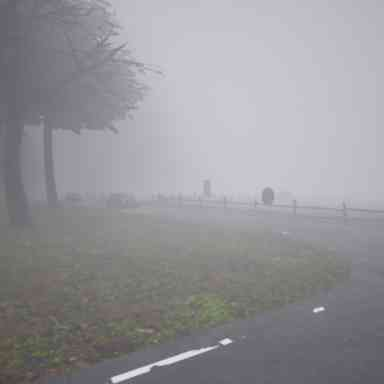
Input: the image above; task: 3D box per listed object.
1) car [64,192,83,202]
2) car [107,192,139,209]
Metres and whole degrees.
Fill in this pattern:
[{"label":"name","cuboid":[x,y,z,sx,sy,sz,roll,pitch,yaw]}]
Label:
[{"label":"car","cuboid":[-18.005,0.826,50.429,1.837,1.490,4.892,-1,1,-36]},{"label":"car","cuboid":[-7.430,0.860,35.599,2.097,1.767,4.553,-1,1,-36]}]
